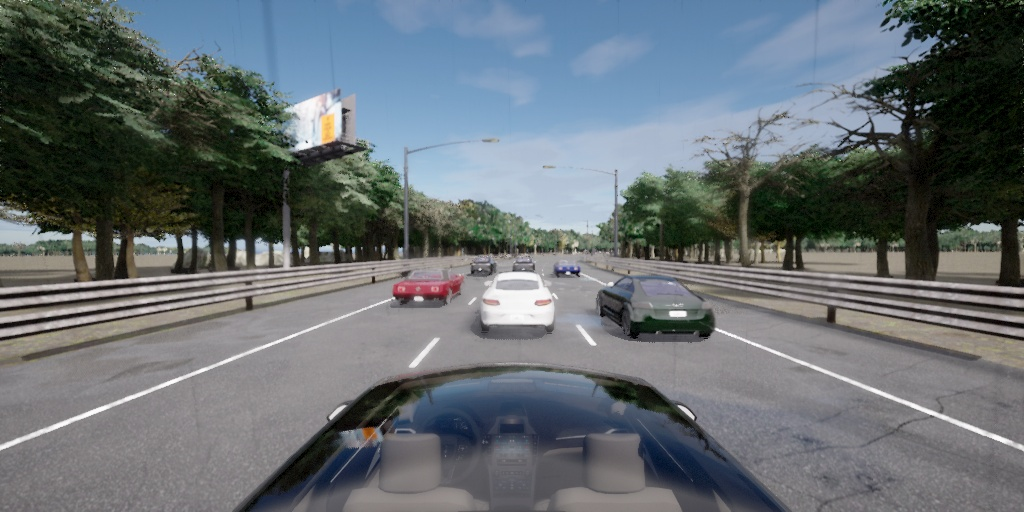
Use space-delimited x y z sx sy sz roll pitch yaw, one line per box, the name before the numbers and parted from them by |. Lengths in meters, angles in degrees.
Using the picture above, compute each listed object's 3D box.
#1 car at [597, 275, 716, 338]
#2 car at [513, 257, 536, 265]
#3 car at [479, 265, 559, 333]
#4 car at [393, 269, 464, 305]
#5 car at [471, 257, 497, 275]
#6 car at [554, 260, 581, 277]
car | 3.662 1.208 9.844 1.994 1.385 4.181 0 1 1
car | 1.099 0.857 31.468 2.128 1.511 4.902 0 1 4
car | 0.164 1.163 10.237 1.812 1.442 4.674 0 1 1
car | -3.223 1.179 14.873 1.895 1.301 4.718 0 1 2
car | -2.404 0.855 31.568 2.128 1.511 4.902 0 1 4
car | 4.485 0.987 29.795 1.895 1.301 4.718 0 1 4
